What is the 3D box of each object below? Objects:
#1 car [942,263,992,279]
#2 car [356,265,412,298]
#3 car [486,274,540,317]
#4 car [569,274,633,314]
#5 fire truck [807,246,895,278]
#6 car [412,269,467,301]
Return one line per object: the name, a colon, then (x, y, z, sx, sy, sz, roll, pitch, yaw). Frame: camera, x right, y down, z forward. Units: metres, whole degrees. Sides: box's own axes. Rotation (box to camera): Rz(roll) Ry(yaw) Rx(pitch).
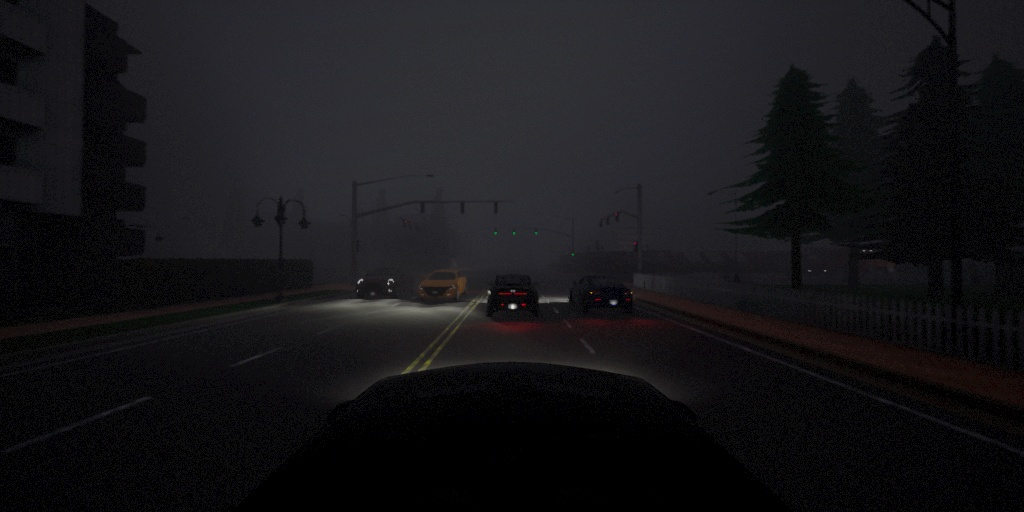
car: (50.544, 1.798, 40.633, 4.892, 1.490, 1.837, 0, -1, -1)
car: (-7.050, 1.362, 20.432, 2.097, 1.767, 4.553, 0, -1, 1)
car: (0.044, 1.429, 14.183, 1.837, 1.490, 4.892, 0, 0, 0)
car: (3.547, 1.457, 14.769, 1.812, 1.442, 4.674, 0, -1, 0)
fire truck: (41.364, 0.667, 43.920, 8.468, 3.827, 2.891, 0, -1, -1)
car: (-3.559, 1.470, 19.149, 1.882, 1.535, 5.008, 0, -1, 0)
